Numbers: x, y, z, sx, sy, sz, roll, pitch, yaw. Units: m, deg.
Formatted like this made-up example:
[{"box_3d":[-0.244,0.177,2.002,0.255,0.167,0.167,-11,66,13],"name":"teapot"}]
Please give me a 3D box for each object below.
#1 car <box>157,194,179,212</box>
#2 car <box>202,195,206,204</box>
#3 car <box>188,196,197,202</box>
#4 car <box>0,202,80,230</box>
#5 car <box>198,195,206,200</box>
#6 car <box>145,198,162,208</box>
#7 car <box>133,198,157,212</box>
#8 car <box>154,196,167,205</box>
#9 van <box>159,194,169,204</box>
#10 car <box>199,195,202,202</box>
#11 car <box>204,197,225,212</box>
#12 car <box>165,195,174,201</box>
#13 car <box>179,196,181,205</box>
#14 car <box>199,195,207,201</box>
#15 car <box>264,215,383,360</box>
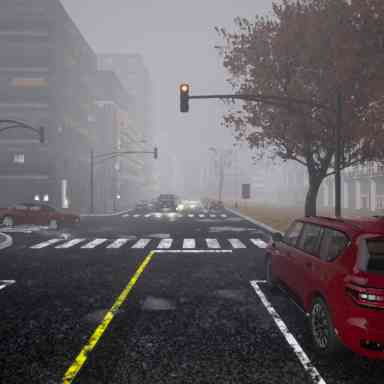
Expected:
[{"box_3d":[-3.033,1.235,40.075,2.150,2.045,5.566,0,0,0],"name":"car"},{"box_3d":[2.762,1.548,49.552,1.752,1.417,4.829,0,0,0],"name":"car"},{"box_3d":[0.118,1.587,79.845,1.812,1.442,4.674,0,0,0],"name":"car"},{"box_3d":[-9.434,1.404,20.732,5.008,1.535,1.882,2,0,11],"name":"car"},{"box_3d":[2.827,1.638,93.643,2.008,1.369,4.403,0,0,0],"name":"car"},{"box_3d":[-5.618,1.573,49.395,2.008,1.369,4.403,0,0,0],"name":"car"},{"box_3d":[-5.634,1.563,38.329,2.008,1.369,4.403,0,0,0],"name":"car"},{"box_3d":[-5.602,1.476,60.460,1.967,1.590,4.097,0,0,0],"name":"car"},{"box_3d":[-5.594,1.384,65.993,1.690,1.788,3.998,0,0,0],"name":"van"},{"box_3d":[2.787,1.625,65.979,1.802,1.307,4.206,0,0,0],"name":"car"},{"box_3d":[2.746,1.557,38.316,1.887,1.381,4.507,0,0,0],"name":"car"},{"box_3d":[-5.570,1.507,82.591,1.967,1.590,4.097,0,0,0],"name":"car"},{"box_3d":[-3.011,1.528,50.094,1.837,1.490,4.892,0,0,0],"name":"car"},{"box_3d":[2.819,1.621,88.111,1.887,1.381,4.507,0,0,0],"name":"car"},{"box_3d":[2.700,1.315,5.928,2.192,1.841,5.009,0,0,0],"name":"car"}]
